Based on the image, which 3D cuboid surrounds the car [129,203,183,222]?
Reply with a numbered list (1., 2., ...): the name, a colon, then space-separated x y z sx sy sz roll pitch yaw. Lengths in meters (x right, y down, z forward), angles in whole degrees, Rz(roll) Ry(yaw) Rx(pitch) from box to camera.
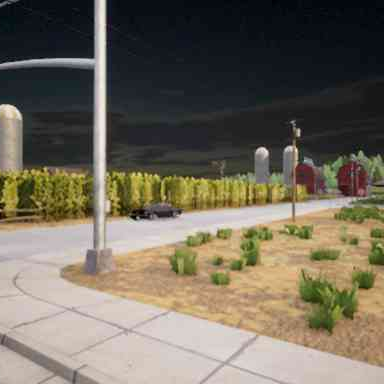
1. car: -2.780 1.577 26.154 1.895 1.301 4.718 0 0 32
